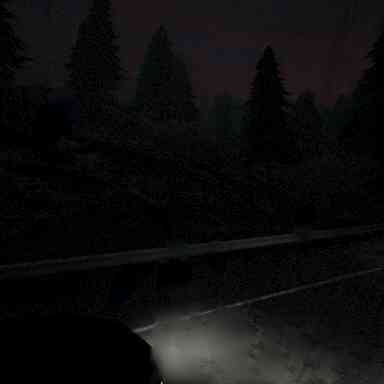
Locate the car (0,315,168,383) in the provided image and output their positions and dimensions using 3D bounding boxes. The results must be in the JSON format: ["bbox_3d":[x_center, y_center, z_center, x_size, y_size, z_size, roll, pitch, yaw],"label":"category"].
[{"bbox_3d":[-2.417,1.503,1.964,4.892,1.490,1.837,0,0,-36],"label":"car"}]
